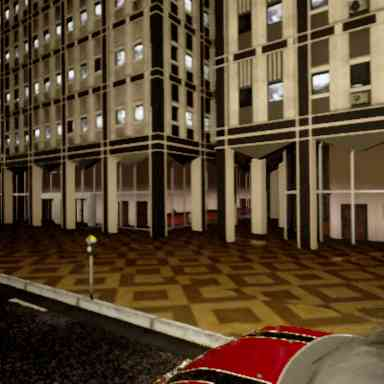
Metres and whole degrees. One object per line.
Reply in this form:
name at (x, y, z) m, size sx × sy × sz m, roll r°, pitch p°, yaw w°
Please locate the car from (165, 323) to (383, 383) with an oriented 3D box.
car at (1.536, 1.438, 1.782) m, size 4.097 × 1.590 × 1.967 m, roll -1°, pitch -1°, yaw 36°
